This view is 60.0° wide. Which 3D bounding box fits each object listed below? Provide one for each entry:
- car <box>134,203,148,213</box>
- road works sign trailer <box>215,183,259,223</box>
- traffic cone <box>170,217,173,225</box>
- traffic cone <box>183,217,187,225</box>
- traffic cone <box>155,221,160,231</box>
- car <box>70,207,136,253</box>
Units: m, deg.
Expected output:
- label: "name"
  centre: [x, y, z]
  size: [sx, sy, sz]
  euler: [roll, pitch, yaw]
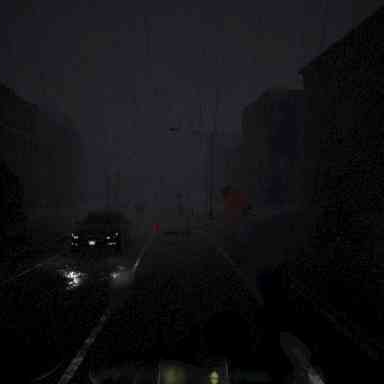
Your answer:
- label: "car"
  centre: [-8.013, 2.410, 52.073]
  size: [1.882, 1.535, 5.008]
  euler: [0, 0, -7]
- label: "road works sign trailer"
  centre: [3.291, 1.114, 24.217]
  size: [2.380, 2.880, 3.560]
  euler: [46, 22, 21]
- label: "traffic cone"
  centre: [-1.522, 2.148, 24.395]
  size: [0.340, 0.580, 0.340]
  euler: [0, -1, -4]
- label: "traffic cone"
  centre: [-0.526, 2.144, 24.474]
  size: [0.340, 0.580, 0.340]
  euler: [0, -1, -4]
- label: "traffic cone"
  centre: [-2.043, 2.037, 18.331]
  size: [0.340, 0.580, 0.340]
  euler: [0, -1, -5]
- label: "car"
  centre: [-3.617, 1.538, 13.915]
  size: [1.837, 1.490, 4.892]
  euler: [0, -1, -4]
